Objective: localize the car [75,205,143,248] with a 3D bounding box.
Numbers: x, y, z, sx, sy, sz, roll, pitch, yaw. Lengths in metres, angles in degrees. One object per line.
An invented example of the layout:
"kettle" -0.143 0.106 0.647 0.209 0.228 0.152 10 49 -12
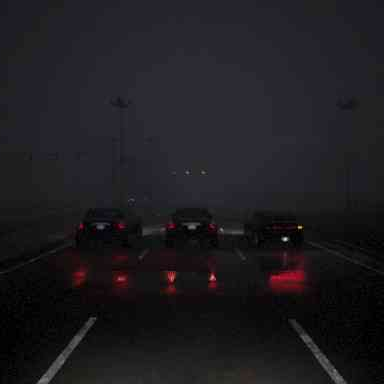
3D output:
"car" -3.502 1.364 14.860 2.097 1.767 4.553 0 0 0

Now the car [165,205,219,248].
"car" -0.002 1.364 14.860 2.097 1.767 4.553 0 0 0

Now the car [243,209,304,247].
"car" 3.498 1.515 14.891 1.837 1.490 4.892 0 0 0
